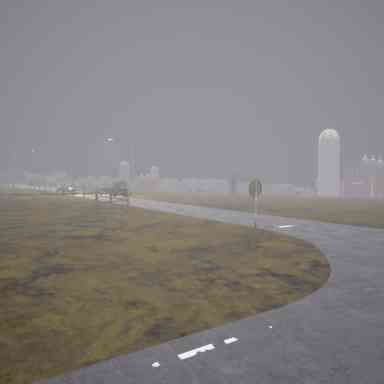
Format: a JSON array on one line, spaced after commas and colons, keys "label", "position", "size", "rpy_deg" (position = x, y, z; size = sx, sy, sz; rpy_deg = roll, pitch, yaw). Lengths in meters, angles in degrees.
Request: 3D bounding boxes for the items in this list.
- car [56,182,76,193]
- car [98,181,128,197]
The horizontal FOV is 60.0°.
[{"label": "car", "position": [-18.867, -0.688, 49.804], "size": [2.128, 1.511, 4.902], "rpy_deg": [2, 2, -36]}, {"label": "car", "position": [-10.039, -0.413, 42.298], "size": [2.150, 2.045, 5.566], "rpy_deg": [2, 1, -36]}]
